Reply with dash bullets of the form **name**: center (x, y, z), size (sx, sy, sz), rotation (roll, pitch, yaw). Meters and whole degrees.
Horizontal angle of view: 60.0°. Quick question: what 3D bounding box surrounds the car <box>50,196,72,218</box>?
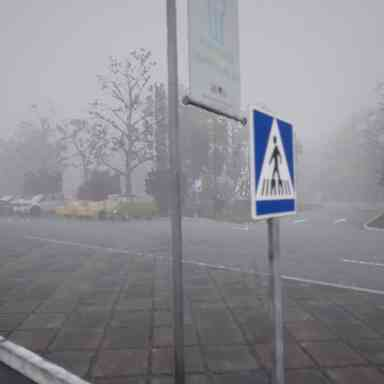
- **car**: center (-9.046, 1.372, 28.696), size (1.946, 1.575, 5.366), rotation (-1, 0, 34)

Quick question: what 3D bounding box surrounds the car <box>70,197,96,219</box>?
- **car**: center (-6.852, 1.359, 27.189), size (1.946, 1.575, 5.366), rotation (0, 0, 34)

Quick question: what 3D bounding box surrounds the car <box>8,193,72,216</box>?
- **car**: center (-13.882, 1.171, 31.756), size (2.435, 2.045, 5.566), rotation (-1, -1, 34)

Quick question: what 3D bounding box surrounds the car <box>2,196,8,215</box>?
- **car**: center (-16.177, 1.463, 33.342), size (2.231, 1.521, 4.892), rotation (-1, -1, 34)

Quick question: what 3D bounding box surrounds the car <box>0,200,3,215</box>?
- **car**: center (-12.234, 1.328, 15.555), size (1.946, 1.575, 5.366), rotation (0, 0, 34)

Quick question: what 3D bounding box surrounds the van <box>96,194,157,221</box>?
- **van**: center (-4.719, 1.129, 25.360), size (1.878, 1.987, 4.442), rotation (0, 0, 34)
